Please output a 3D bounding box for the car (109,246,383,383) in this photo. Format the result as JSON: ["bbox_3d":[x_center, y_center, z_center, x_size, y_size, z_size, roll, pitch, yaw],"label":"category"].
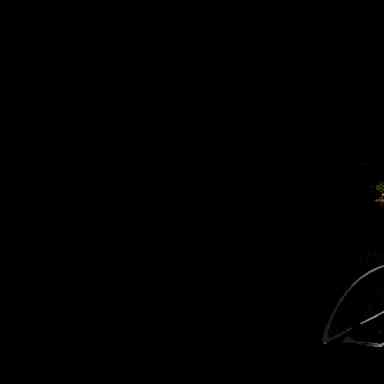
[{"bbox_3d":[1.472,1.503,4.002,4.892,1.490,1.837,0,0,-36],"label":"car"}]
